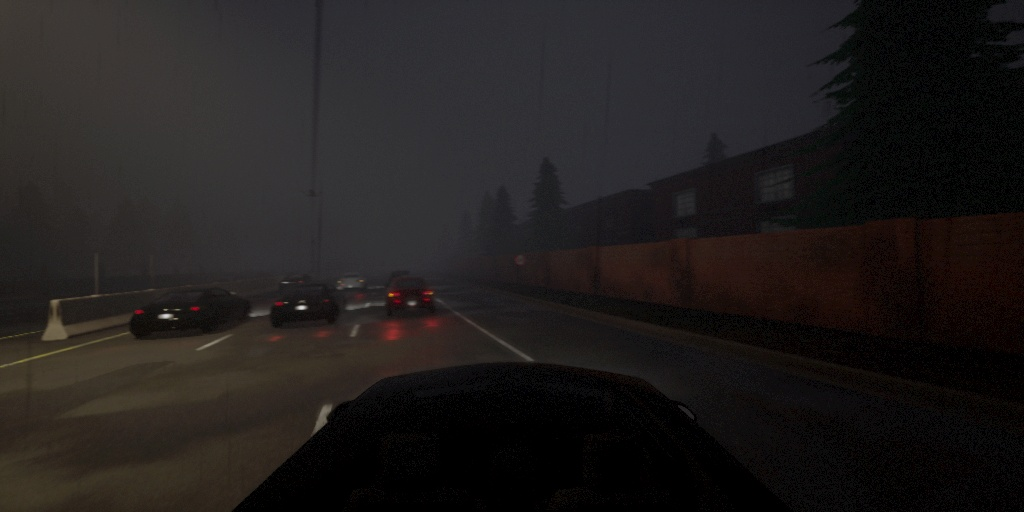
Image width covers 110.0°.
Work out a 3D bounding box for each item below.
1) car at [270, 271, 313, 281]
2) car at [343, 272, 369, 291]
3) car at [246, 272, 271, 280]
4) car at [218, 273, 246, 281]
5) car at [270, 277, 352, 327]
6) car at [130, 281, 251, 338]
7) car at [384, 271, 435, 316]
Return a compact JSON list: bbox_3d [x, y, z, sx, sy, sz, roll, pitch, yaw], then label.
[{"bbox_3d":[-15.534,2.037,26.363,2.128,1.511,4.902,-1,-1,-18],"label":"car"},{"bbox_3d":[-12.423,2.005,28.123,1.812,1.442,4.674,-1,-1,-18],"label":"car"},{"bbox_3d":[-34.487,2.924,49.672,1.837,1.490,4.892,-1,-1,-18],"label":"car"},{"bbox_3d":[-37.793,3.047,48.560,2.033,1.411,5.357,-1,-1,-18],"label":"car"},{"bbox_3d":[-7.505,1.698,13.591,1.994,1.385,4.181,-1,-1,-19],"label":"car"},{"bbox_3d":[-10.801,1.777,12.417,1.994,1.385,4.181,-1,-1,-19],"label":"car"},{"bbox_3d":[-4.414,1.594,15.368,1.812,1.442,4.674,-1,-1,-19],"label":"car"}]
